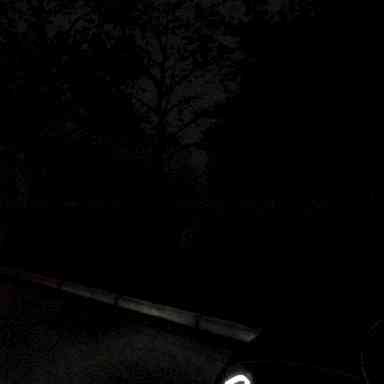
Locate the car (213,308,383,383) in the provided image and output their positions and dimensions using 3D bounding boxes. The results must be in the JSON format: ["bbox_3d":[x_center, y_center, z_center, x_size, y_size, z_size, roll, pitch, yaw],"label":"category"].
[{"bbox_3d":[2.225,1.342,1.784,4.553,1.767,2.097,-1,0,36],"label":"car"}]
